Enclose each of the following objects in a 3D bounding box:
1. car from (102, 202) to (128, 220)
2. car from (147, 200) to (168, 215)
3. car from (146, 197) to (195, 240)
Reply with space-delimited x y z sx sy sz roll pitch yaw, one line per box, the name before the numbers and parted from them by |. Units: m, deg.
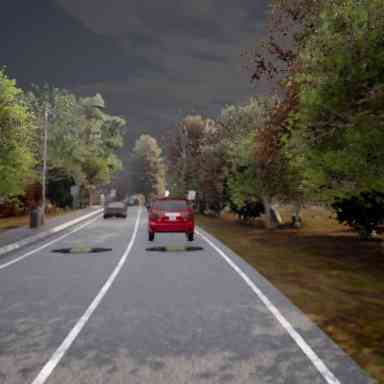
car | -6.438 1.549 28.444 2.033 1.411 5.357 0 0 -8
car | -3.783 1.582 35.794 2.033 1.411 5.357 0 0 -9
car | -1.191 1.251 17.359 2.150 2.045 5.566 0 0 -7
